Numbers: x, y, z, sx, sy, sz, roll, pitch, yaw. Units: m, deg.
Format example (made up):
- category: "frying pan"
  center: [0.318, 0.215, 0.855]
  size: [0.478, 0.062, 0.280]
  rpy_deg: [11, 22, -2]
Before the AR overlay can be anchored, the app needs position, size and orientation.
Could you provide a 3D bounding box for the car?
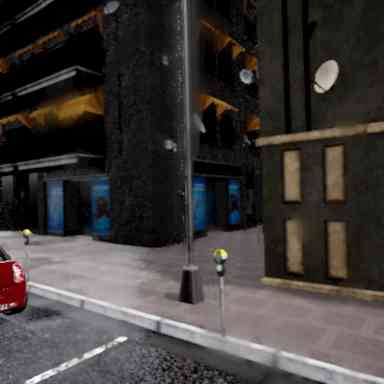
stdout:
- category: "car"
  center: [-5.060, 1.523, 6.505]
  size: [4.097, 1.590, 1.967]
  rpy_deg: [-1, -1, 36]
